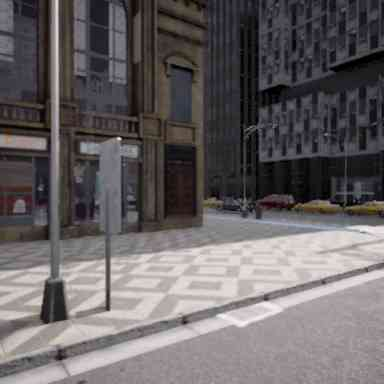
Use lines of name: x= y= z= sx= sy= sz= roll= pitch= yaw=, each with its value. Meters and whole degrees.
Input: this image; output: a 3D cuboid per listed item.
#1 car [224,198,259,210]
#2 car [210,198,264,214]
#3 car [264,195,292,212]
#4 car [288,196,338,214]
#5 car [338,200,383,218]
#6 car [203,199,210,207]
car: x=6.272 y=1.485 z=42.939 sx=1.887 sy=1.381 sz=4.507 roll=0 pitch=0 yaw=-35
car: x=4.601 y=1.483 z=35.137 sx=2.033 sy=1.411 sz=5.357 roll=0 pitch=0 yaw=-35
car: x=9.498 y=1.240 z=38.360 sx=2.192 sy=1.841 sz=5.009 roll=0 pitch=0 yaw=-35
car: x=12.628 y=1.436 z=33.920 sx=1.752 sy=1.417 sz=4.829 roll=0 pitch=0 yaw=-35
car: x=15.855 y=1.422 z=29.341 sx=1.752 sy=1.417 sz=4.829 roll=0 pitch=0 yaw=-35
car: x=2.946 y=1.481 z=47.657 sx=1.752 sy=1.417 sz=4.829 roll=0 pitch=0 yaw=-35
